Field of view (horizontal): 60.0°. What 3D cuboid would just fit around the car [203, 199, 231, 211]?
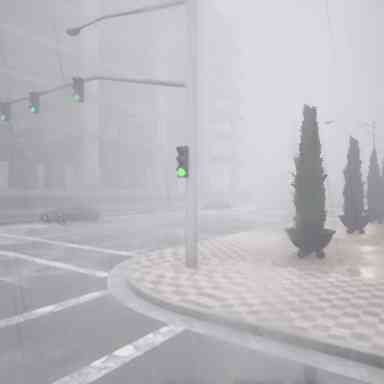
[{"bbox_3d":[3.136,1.566,40.888,1.994,1.385,4.181,0,0,36],"label":"car"}]

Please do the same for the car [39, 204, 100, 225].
[{"bbox_3d":[-8.858,1.567,24.255,1.994,1.385,4.181,0,0,36],"label":"car"}]
